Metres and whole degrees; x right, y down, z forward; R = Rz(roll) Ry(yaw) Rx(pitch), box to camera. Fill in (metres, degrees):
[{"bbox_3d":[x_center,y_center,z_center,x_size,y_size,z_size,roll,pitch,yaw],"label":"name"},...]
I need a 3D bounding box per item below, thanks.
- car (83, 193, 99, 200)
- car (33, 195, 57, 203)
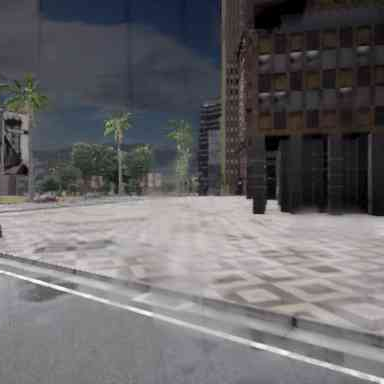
[{"bbox_3d":[-22.604,0.953,74.405,1.837,1.490,4.892,0,1,10],"label":"car"},{"bbox_3d":[-25.663,1.182,58.443,1.812,1.442,4.674,0,1,13],"label":"car"}]
